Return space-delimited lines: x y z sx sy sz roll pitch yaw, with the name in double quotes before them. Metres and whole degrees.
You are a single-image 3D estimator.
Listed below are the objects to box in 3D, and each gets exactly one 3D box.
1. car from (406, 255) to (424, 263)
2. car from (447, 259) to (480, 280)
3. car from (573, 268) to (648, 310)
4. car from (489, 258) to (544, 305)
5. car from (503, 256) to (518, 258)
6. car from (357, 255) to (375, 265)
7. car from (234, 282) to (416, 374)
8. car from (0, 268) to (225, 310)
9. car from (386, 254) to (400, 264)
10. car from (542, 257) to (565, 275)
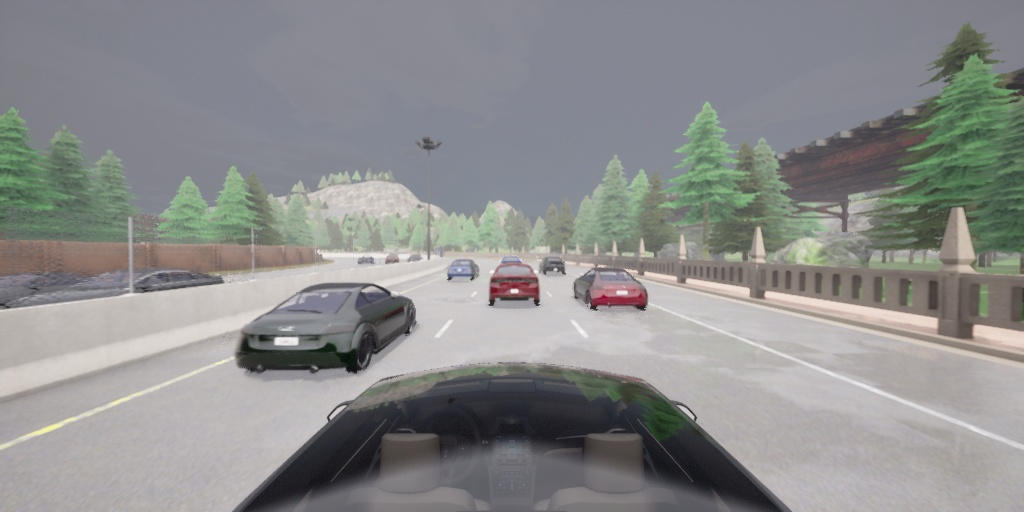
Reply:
"car" -12.506 0.572 46.504 1.837 1.490 4.892 0 1 -11
"car" -3.438 0.930 25.798 2.033 1.411 5.357 0 1 0
"car" 3.588 1.131 13.695 1.994 1.385 4.181 0 1 0
"car" 0.087 1.027 14.861 1.882 1.535 5.008 0 1 0
"car" -0.149 0.754 32.777 1.882 1.535 5.008 0 1 -3
"car" -20.832 0.556 51.448 1.994 1.385 4.181 0 1 -15
"car" -3.410 1.227 7.430 1.994 1.385 4.181 0 1 0
"car" -10.610 1.113 10.120 2.128 1.511 4.902 0 1 0
"car" -17.804 0.436 53.682 1.882 1.535 5.008 0 1 -15
"car" 3.416 0.804 31.293 1.837 1.490 4.892 0 1 -2
